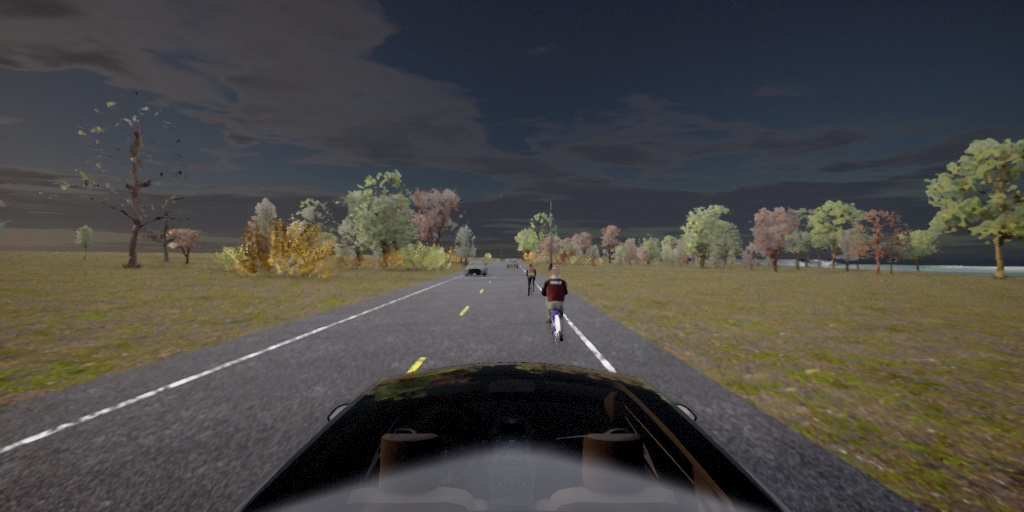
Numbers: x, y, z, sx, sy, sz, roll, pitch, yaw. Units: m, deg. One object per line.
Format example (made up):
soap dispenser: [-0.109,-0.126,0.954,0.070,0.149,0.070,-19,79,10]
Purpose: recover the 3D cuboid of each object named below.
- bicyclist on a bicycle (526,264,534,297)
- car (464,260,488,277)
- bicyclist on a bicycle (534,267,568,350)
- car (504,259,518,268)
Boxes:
bicyclist on a bicycle: [0.961,1.231,17.875,0.582,1.620,1.656,0,0,0]
car: [-3.601,1.163,36.728,2.097,1.767,4.553,0,0,0]
bicyclist on a bicycle: [0.962,1.132,8.203,0.659,1.776,1.843,0,0,0]
car: [0.097,1.347,62.501,2.128,1.511,4.902,0,0,0]
